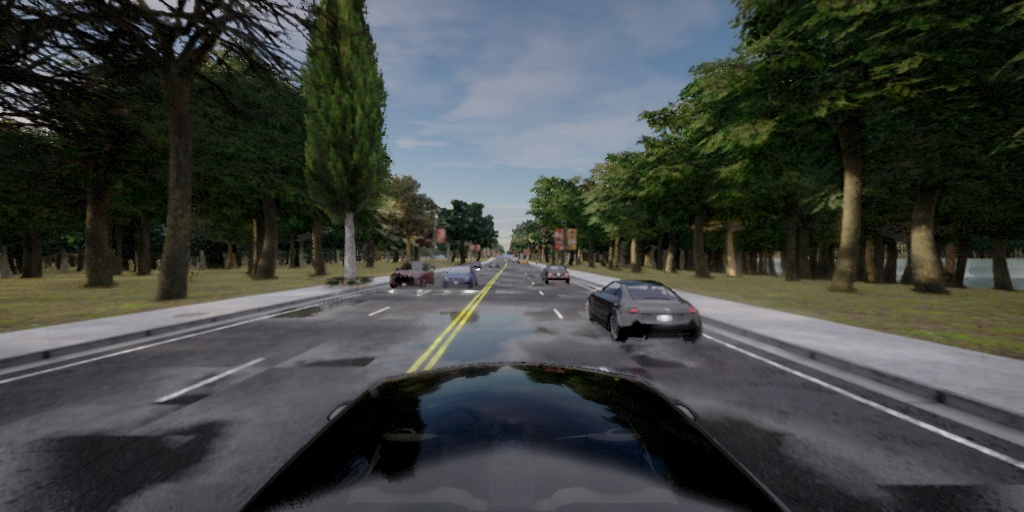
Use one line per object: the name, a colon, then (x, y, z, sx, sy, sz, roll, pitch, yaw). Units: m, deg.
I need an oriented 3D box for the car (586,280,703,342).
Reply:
car: (3.343, 1.333, 9.847, 1.994, 1.385, 4.181, 0, 0, 0)

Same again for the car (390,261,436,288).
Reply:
car: (-6.596, 1.176, 24.176, 2.097, 1.767, 4.553, 0, 0, 0)

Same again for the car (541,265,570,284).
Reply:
car: (3.352, 1.390, 28.249, 2.033, 1.411, 5.357, 0, 0, 0)

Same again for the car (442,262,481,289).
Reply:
car: (-3.356, 1.348, 23.890, 1.812, 1.442, 4.674, 0, 0, 0)
